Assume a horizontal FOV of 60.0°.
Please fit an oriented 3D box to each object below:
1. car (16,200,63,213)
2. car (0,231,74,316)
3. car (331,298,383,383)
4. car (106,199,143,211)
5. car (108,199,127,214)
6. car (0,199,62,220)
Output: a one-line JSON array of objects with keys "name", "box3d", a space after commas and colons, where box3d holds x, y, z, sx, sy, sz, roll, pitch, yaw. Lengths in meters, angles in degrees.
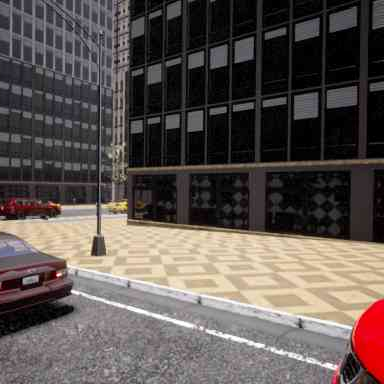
[{"name": "car", "box3d": [-17.874, 1.643, 39.185, 1.752, 1.417, 4.829, 1, 0, 37]}, {"name": "car", "box3d": [-4.797, 1.544, 7.122, 5.357, 1.411, 2.033, 0, 0, 35]}, {"name": "car", "box3d": [3.474, 1.222, 1.196, 5.566, 2.045, 2.150, 0, 0, 36]}, {"name": "car", "box3d": [-9.350, 1.731, 46.297, 1.882, 1.535, 5.008, 1, 0, 37]}, {"name": "car", "box3d": [-7.580, 1.830, 38.995, 1.752, 1.417, 4.829, 1, 0, 37]}, {"name": "car", "box3d": [-14.401, 1.519, 29.801, 2.192, 1.841, 5.009, 1, 0, 37]}]
